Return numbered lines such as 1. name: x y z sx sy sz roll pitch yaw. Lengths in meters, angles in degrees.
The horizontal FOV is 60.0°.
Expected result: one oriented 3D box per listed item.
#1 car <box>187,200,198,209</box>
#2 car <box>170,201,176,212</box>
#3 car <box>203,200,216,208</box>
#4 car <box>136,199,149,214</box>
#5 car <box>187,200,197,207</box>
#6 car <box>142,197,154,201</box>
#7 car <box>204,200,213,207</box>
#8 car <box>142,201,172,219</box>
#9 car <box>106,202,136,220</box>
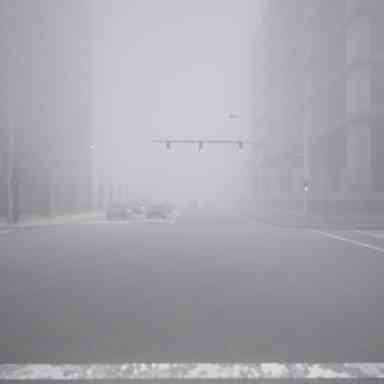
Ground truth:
1. car: 0.090 2.248 60.462 1.882 1.535 5.008 0 0 0
2. car: -3.607 2.047 44.700 1.882 1.535 5.008 0 -1 0
3. car: 3.488 2.289 62.593 2.128 1.511 4.902 0 -1 0
4. car: -7.106 2.043 42.288 1.837 1.490 4.892 0 -1 0
5. car: -0.010 2.473 72.253 1.994 1.385 4.181 0 -1 0
6. car: -7.098 1.892 52.655 2.150 2.045 5.566 0 -1 0
7. car: 3.487 2.420 71.668 1.812 1.442 4.674 0 -1 0
8. car: -3.607 1.994 35.054 2.033 1.411 5.357 0 -1 0
9. car: -7.107 1.924 32.885 1.837 1.490 4.892 0 -1 0
